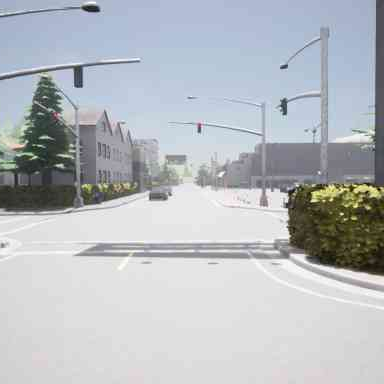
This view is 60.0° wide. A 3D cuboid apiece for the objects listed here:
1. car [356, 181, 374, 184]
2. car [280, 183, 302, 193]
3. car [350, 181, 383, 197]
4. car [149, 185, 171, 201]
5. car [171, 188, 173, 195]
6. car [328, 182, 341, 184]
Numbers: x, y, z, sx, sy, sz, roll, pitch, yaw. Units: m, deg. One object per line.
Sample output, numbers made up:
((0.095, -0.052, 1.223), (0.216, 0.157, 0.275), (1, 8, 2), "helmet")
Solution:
((18.925, -0.181, 34.281), (1.905, 1.878, 3.866), (-1, 2, -1), "car")
((15.130, -0.536, 52.129), (2.007, 1.523, 4.514), (-1, 2, -1), "car")
((22.149, -0.468, 42.170), (1.932, 1.855, 4.605), (-1, 2, -1), "car")
((-3.819, 0.131, 38.339), (1.882, 1.535, 5.008), (-1, 2, 0), "car")
((-3.863, -0.205, 48.470), (2.128, 1.511, 4.902), (-1, 2, 0), "car")
((25.149, -1.045, 59.569), (2.152, 1.636, 5.027), (-1, 2, -1), "car")
